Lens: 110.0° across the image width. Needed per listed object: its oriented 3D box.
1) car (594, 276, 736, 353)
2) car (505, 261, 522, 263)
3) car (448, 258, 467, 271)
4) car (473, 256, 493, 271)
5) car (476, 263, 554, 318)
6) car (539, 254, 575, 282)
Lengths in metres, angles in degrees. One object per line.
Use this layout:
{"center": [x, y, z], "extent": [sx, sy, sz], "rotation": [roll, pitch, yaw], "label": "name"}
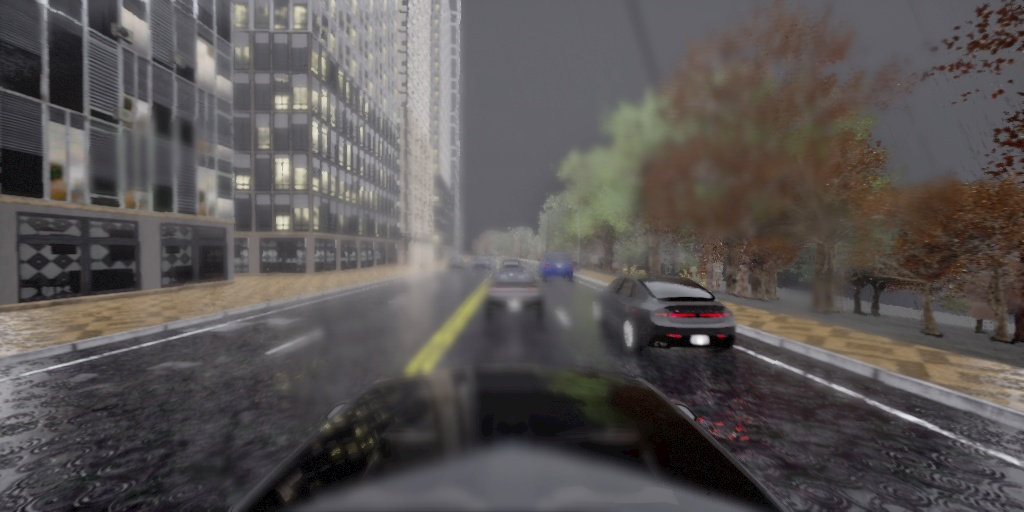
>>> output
{"center": [3.319, 1.220, 8.722], "extent": [1.837, 1.490, 4.892], "rotation": [0, 0, 0], "label": "car"}
{"center": [0.092, 1.118, 28.140], "extent": [1.837, 1.490, 4.892], "rotation": [0, 0, 0], "label": "car"}
{"center": [-6.633, 1.030, 43.833], "extent": [1.837, 1.490, 4.892], "rotation": [0, 0, 0], "label": "car"}
{"center": [-3.380, 0.881, 42.787], "extent": [2.097, 1.767, 4.553], "rotation": [0, 0, 0], "label": "car"}
{"center": [0.086, 1.187, 12.730], "extent": [2.128, 1.511, 4.902], "rotation": [0, 0, 0], "label": "car"}
{"center": [3.338, 0.840, 26.933], "extent": [2.150, 2.045, 5.566], "rotation": [0, 0, 0], "label": "car"}
